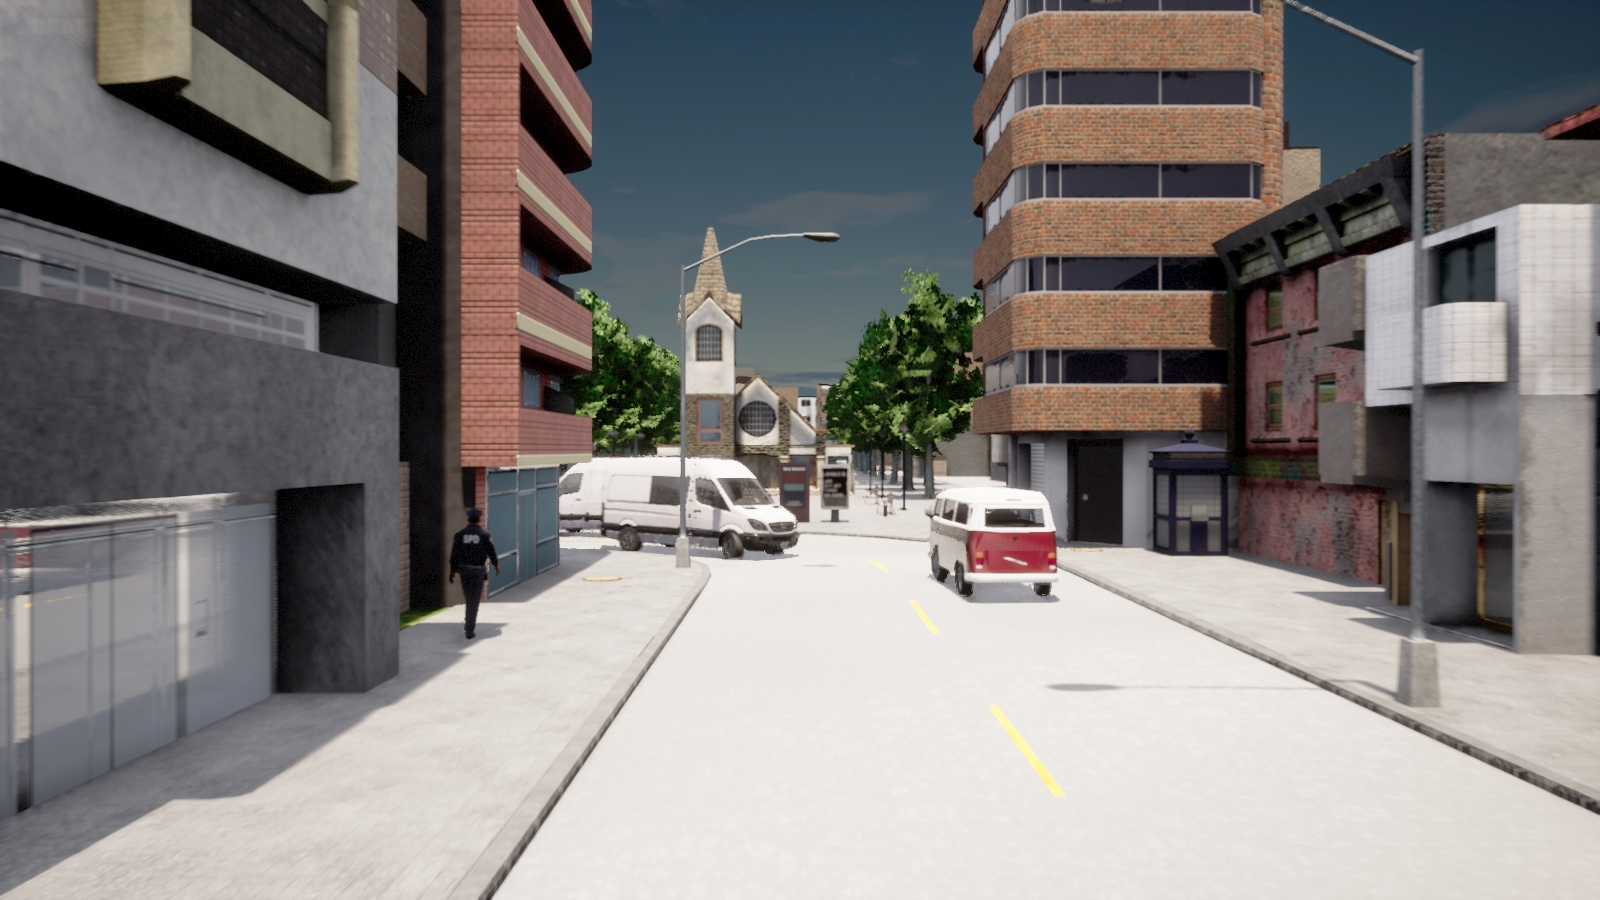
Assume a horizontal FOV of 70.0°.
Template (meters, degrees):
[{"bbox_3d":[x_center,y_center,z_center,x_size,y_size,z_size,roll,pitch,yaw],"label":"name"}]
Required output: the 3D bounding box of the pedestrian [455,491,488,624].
[{"bbox_3d":[-4.683,1.516,16.296,0.375,1.860,0.375,0,0,-3],"label":"pedestrian"}]

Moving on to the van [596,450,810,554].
[{"bbox_3d":[-2.702,1.303,30.731,5.915,2.561,1.988,0,-1,38],"label":"van"}]

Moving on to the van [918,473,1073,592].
[{"bbox_3d":[3.800,1.554,23.078,2.069,2.038,4.480,1,0,-4],"label":"van"}]

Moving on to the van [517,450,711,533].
[{"bbox_3d":[-6.028,1.301,37.071,5.915,2.561,1.988,0,-1,17],"label":"van"}]
